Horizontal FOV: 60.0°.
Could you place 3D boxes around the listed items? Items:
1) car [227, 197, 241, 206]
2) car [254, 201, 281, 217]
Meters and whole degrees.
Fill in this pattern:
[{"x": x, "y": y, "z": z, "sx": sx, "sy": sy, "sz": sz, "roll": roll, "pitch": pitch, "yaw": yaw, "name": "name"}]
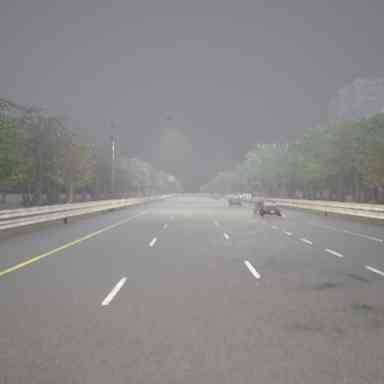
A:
[{"x": 7.105, "y": 1.554, "z": 56.131, "sx": 2.128, "sy": 1.511, "sz": 4.902, "roll": 0, "pitch": 0, "yaw": 0, "name": "car"}, {"x": 7.021, "y": 1.558, "z": 31.229, "sx": 1.812, "sy": 1.442, "sz": 4.674, "roll": 0, "pitch": 0, "yaw": 0, "name": "car"}]
